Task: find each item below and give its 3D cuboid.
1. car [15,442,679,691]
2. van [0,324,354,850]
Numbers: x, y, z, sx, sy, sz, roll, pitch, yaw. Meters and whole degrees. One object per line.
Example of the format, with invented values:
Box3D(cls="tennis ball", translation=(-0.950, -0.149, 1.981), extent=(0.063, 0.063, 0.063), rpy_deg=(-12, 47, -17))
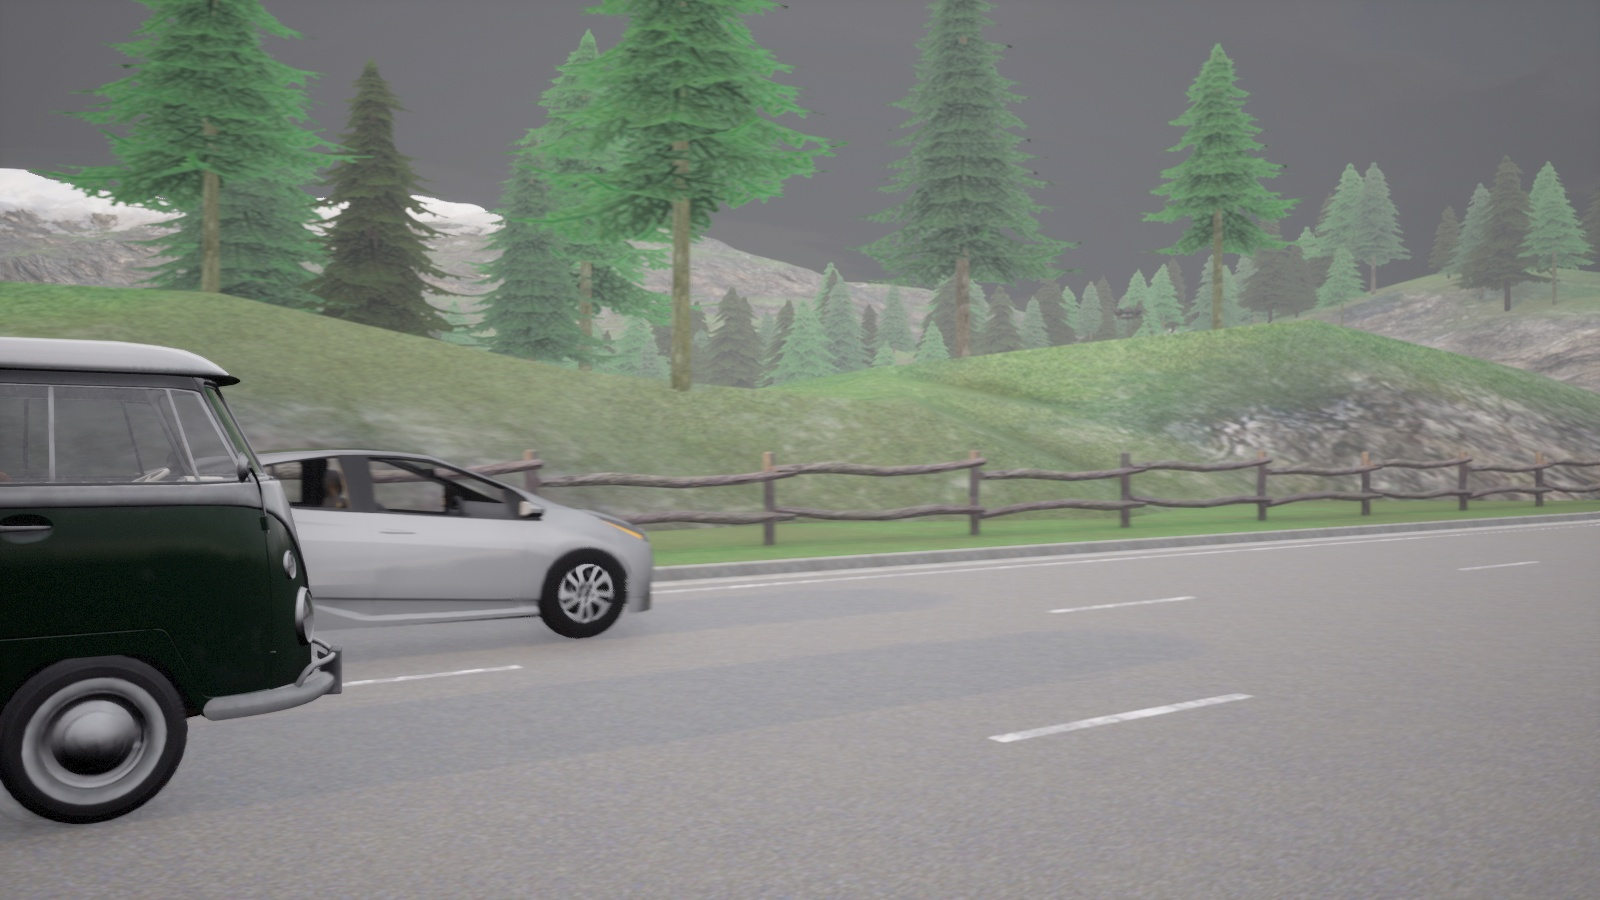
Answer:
Box3D(cls="car", translation=(-3.414, 0.716, 9.812), extent=(4.514, 1.525, 2.007), rpy_deg=(0, 0, -35))
Box3D(cls="van", translation=(-4.279, 0.520, 4.945), extent=(4.442, 1.987, 1.775), rpy_deg=(0, 0, -35))
